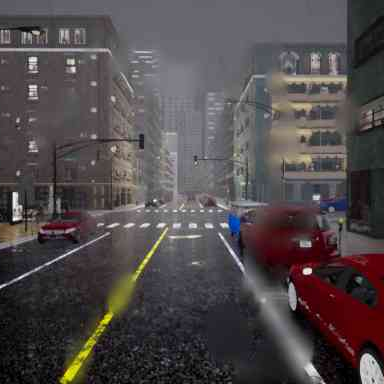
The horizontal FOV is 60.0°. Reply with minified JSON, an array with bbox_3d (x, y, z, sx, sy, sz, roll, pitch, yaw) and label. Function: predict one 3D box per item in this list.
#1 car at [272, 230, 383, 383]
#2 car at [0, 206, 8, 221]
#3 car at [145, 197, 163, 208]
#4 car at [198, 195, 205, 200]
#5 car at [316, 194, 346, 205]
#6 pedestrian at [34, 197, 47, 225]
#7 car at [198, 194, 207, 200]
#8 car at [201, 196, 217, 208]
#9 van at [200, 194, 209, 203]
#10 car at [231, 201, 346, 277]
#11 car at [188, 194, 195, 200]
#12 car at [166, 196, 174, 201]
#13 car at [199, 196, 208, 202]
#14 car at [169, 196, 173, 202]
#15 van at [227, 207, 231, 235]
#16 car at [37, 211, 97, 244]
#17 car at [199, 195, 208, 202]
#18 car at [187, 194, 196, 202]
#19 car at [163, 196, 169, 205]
[{"bbox_3d":[2.681,1.544,4.692,1.887,1.381,4.507,0,0,0],"label":"car"},{"bbox_3d":[-17.628,1.808,29.253,4.181,1.385,1.994,-1,0,0],"label":"car"},{"bbox_3d":[-5.731,1.567,48.148,1.947,1.339,4.313,0,0,0],"label":"car"},{"bbox_3d":[2.619,1.555,92.499,1.752,1.417,4.829,-1,0,0],"label":"car"},{"bbox_3d":[14.919,1.224,32.710,5.008,1.535,1.882,-1,0,0],"label":"car"},{"bbox_3d":[-9.548,1.142,20.930,0.375,1.860,0.375,0,0,0],"label":"pedestrian"},{"bbox_3d":[2.639,1.554,64.713,1.887,1.381,4.507,0,0,0],"label":"car"},{"bbox_3d":[2.651,1.583,48.142,1.802,1.307,4.206,0,0,0],"label":"car"},{"bbox_3d":[2.633,1.354,70.236,1.690,1.788,3.998,0,0,0],"label":"van"},{"bbox_3d":[2.675,1.313,10.220,2.192,1.841,5.009,0,0,0],"label":"car"},{"bbox_3d":[-0.061,1.335,87.602,1.882,1.535,5.008,0,0,0],"label":"car"},{"bbox_3d":[-5.758,1.607,86.813,1.802,1.307,4.206,0,0,0],"label":"car"},{"bbox_3d":[2.631,1.582,75.760,1.947,1.339,4.313,0,0,0],"label":"car"},{"bbox_3d":[-5.750,1.561,75.766,1.887,1.381,4.507,0,0,0],"label":"car"},{"bbox_3d":[2.672,1.339,15.748,1.690,1.788,3.998,0,0,0],"label":"van"},{"bbox_3d":[-5.708,1.580,15.743,1.802,1.307,4.206,0,0,0],"label":"car"},{"bbox_3d":[2.647,1.570,53.666,1.947,1.339,4.313,0,0,0],"label":"car"},{"bbox_3d":[-0.055,1.365,77.566,2.097,1.767,4.553,0,0,0],"label":"car"},{"bbox_3d":[-5.738,1.572,59.196,1.947,1.339,4.313,0,0,0],"label":"car"}]
